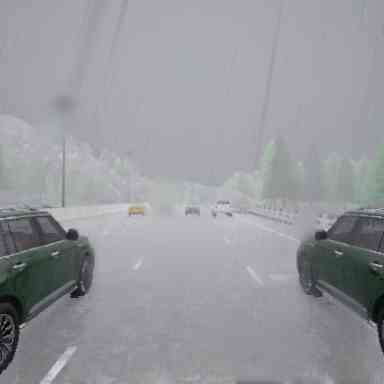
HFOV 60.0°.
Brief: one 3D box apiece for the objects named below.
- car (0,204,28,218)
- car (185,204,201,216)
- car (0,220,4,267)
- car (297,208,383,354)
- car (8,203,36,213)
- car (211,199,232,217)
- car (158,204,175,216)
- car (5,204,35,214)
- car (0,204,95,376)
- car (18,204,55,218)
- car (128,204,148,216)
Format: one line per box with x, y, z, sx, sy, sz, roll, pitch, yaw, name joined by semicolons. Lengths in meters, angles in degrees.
-21.094;2.180;38.622;1.812;1.442;4.674;0;-1;0;car
0.087;2.296;43.175;1.812;1.442;4.674;0;-1;-1;car
-6.902;1.601;8.253;1.812;1.442;4.674;0;-1;0;car
3.599;1.271;5.677;2.150;2.045;5.566;0;-1;0;car
-27.993;2.618;54.995;2.033;1.411;5.357;0;-1;-1;car
3.594;1.927;40.621;2.150;2.045;5.566;0;-1;0;car
-3.424;2.301;43.404;1.812;1.442;4.674;0;-1;-1;car
-24.551;2.411;47.726;1.812;1.442;4.674;0;-2;1;car
-3.401;1.270;5.625;2.150;2.045;5.566;0;-1;0;car
-17.595;2.116;38.001;1.882;1.535;5.008;0;-1;0;car
-6.906;2.240;42.891;1.882;1.535;5.008;0;-1;0;car
